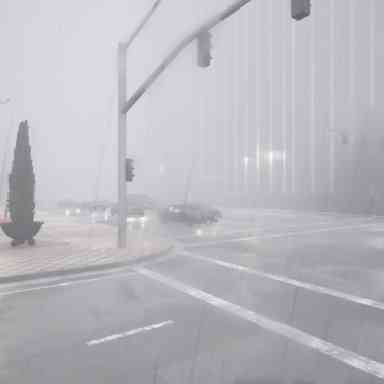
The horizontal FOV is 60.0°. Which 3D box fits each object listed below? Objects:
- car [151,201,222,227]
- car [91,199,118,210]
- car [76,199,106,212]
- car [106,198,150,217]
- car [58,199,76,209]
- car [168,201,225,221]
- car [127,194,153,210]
[{"bbox_3d":[-0.501,1.548,23.177,2.033,1.411,5.357,0,0,-36],"label":"car"},{"bbox_3d":[-11.834,1.601,44.871,1.895,1.301,4.718,0,0,-36],"label":"car"},{"bbox_3d":[-11.418,1.601,38.295,1.895,1.301,4.718,0,0,-36],"label":"car"},{"bbox_3d":[-5.999,1.564,30.790,1.994,1.385,4.181,0,0,-35],"label":"car"},{"bbox_3d":[-17.247,1.601,46.422,1.895,1.301,4.718,0,0,-35],"label":"car"},{"bbox_3d":[0.208,1.548,28.168,2.033,1.411,5.357,0,0,-36],"label":"car"},{"bbox_3d":[-5.888,1.221,36.607,2.150,2.045,5.566,0,0,-36],"label":"car"}]
